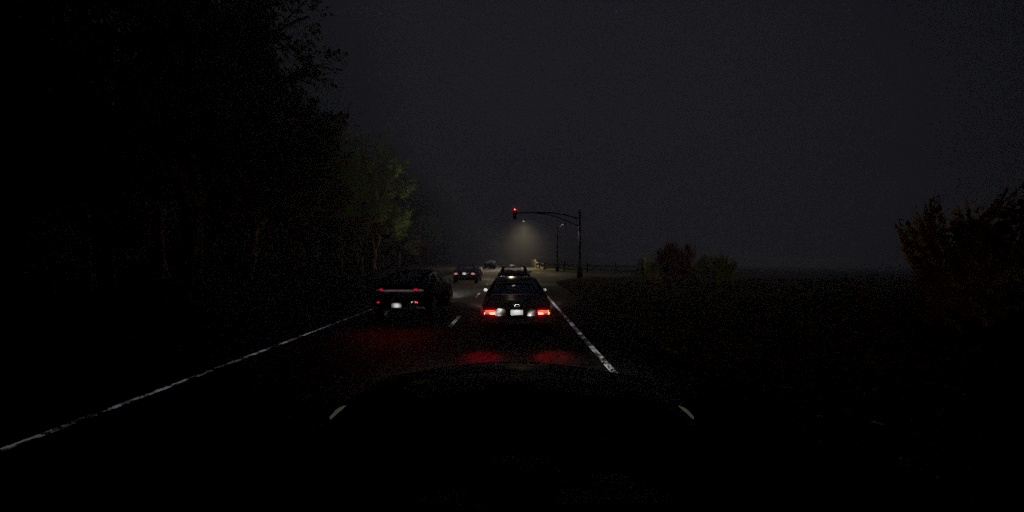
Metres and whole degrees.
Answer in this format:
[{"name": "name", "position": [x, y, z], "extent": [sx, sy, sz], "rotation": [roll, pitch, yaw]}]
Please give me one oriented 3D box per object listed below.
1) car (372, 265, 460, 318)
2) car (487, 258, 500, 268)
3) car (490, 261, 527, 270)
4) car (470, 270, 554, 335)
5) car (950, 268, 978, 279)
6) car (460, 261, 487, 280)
[{"name": "car", "position": [-3.402, 1.244, 13.000], "extent": [2.128, 1.511, 4.902], "rotation": [0, 0, 0]}, {"name": "car", "position": [-3.405, 1.356, 56.688], "extent": [1.895, 1.301, 4.718], "rotation": [0, 0, 0]}, {"name": "car", "position": [0.103, 1.246, 20.219], "extent": [2.128, 1.511, 4.902], "rotation": [0, 0, 0]}, {"name": "car", "position": [0.101, 1.300, 10.470], "extent": [2.033, 1.411, 5.357], "rotation": [0, 0, 0]}, {"name": "car", "position": [50.203, 1.896, 38.862], "extent": [4.718, 1.301, 1.895], "rotation": [1, -1, 0]}, {"name": "car", "position": [-3.397, 1.303, 28.002], "extent": [2.033, 1.411, 5.357], "rotation": [0, 0, 0]}]
